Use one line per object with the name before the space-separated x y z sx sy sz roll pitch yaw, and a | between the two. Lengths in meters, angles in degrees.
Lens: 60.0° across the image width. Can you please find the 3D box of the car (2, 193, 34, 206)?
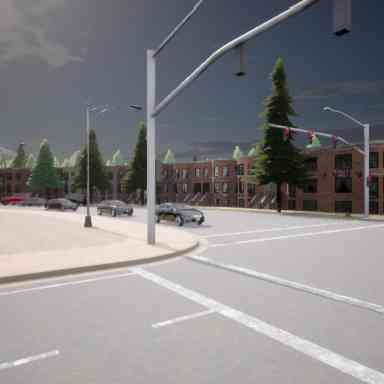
car | -29.038 1.221 55.918 5.566 2.045 2.150 0 0 10

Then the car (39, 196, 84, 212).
car | -15.291 1.506 38.910 4.892 1.490 1.837 0 0 34

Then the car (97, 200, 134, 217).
car | -7.368 1.505 31.560 1.837 1.490 4.892 0 0 -41

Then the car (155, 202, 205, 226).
car | -1.072 1.492 23.352 2.128 1.511 4.902 0 0 -36

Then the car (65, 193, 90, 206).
car | -18.919 1.221 52.865 5.566 2.045 2.150 0 0 23

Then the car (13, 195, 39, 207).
car | -24.176 1.547 51.132 5.357 1.411 2.033 0 0 17
